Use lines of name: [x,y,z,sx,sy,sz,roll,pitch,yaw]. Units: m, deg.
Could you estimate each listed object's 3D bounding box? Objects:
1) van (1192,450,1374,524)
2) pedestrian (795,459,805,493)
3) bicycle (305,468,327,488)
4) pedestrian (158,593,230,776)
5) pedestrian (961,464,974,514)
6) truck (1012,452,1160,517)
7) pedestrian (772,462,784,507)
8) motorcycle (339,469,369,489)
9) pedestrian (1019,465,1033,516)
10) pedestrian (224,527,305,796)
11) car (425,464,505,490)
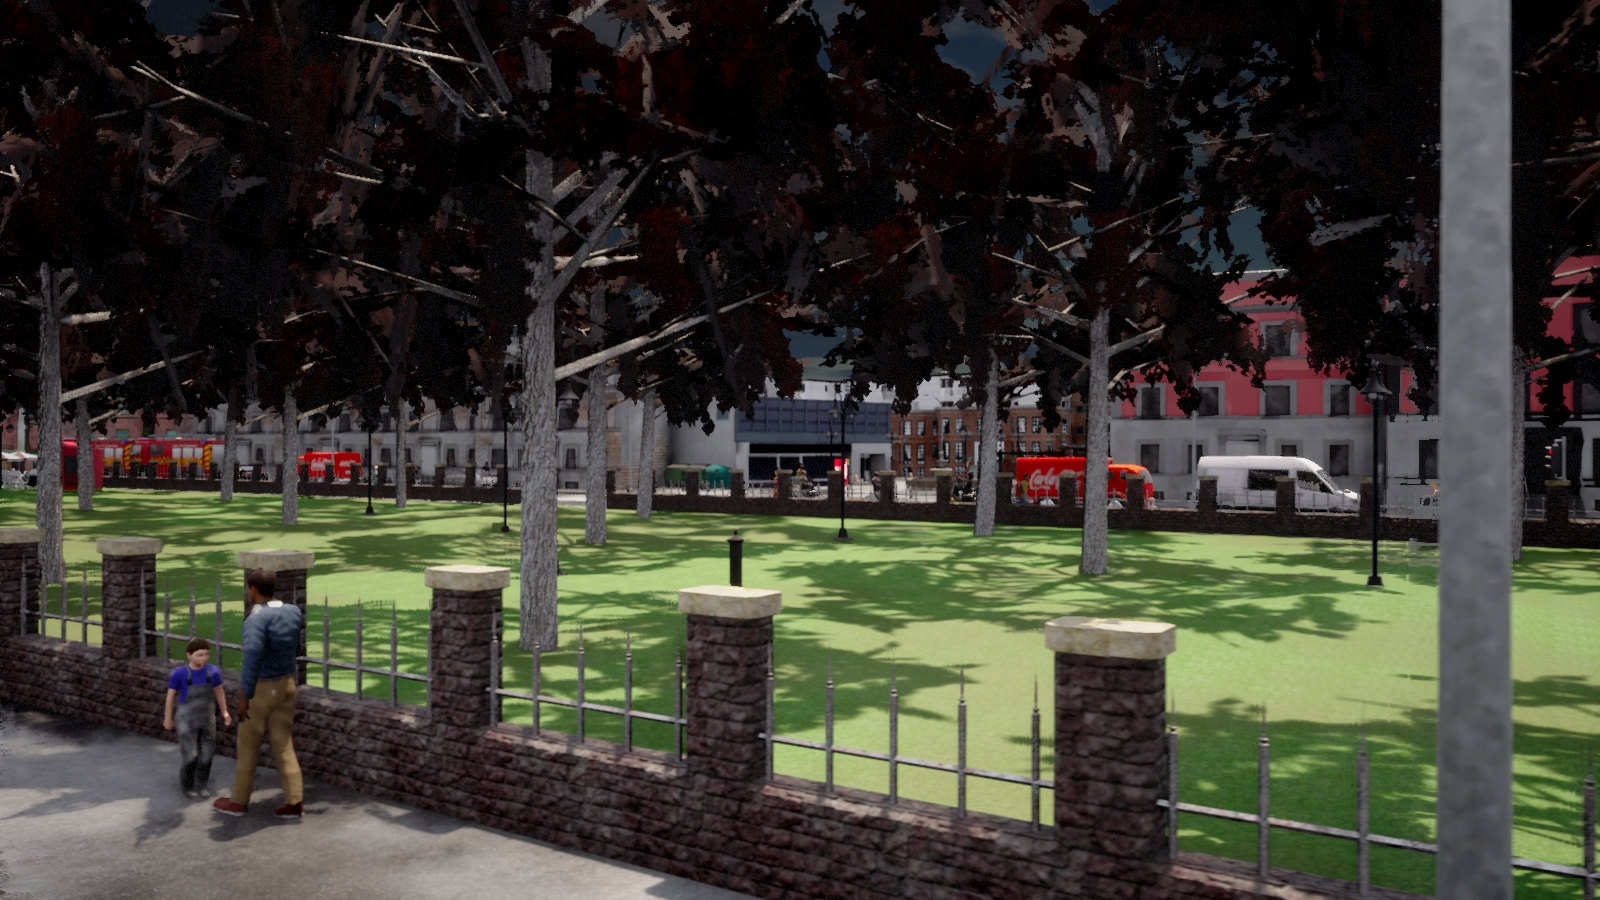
van: [17.705,1.294,42.035,5.915,2.561,1.988,0,0,33]
pedestrian: [-0.001,1.444,63.630,0.375,1.860,0.375,0,0,33]
bicycle: [-31.323,1.788,73.956,1.835,1.271,0.329,0,0,33]
pedestrian: [-4.669,1.783,8.802,0.375,1.300,0.375,0,0,39]
pedestrian: [6.407,1.481,43.630,0.375,1.860,0.375,0,0,34]
truck: [11.518,1.310,46.042,5.204,2.467,2.627,0,0,33]
pedestrian: [-0.930,1.459,48.512,0.375,1.860,0.375,0,0,27]
motorcycle: [-28.053,1.819,71.798,1.805,1.236,0.856,0,0,33]
pedestrian: [8.378,1.485,42.359,0.375,1.860,0.375,0,0,32]
pedestrian: [-3.882,1.506,8.290,0.375,1.860,0.375,0,0,24]
car: [-21.145,1.697,72.054,4.902,1.511,2.128,0,0,33]
